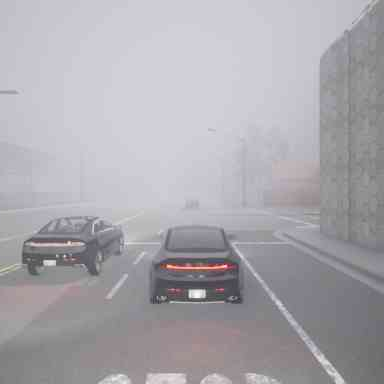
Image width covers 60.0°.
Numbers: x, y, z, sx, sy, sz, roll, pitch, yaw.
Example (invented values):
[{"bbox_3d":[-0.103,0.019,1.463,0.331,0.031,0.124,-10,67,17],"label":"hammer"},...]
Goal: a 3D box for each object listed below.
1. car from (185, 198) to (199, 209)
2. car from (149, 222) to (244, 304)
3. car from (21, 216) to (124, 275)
[{"bbox_3d":[0.009,1.491,44.142,2.128,1.511,4.902,0,0,0],"label":"car"},{"bbox_3d":[0.085,1.505,8.142,1.837,1.490,4.892,0,0,0],"label":"car"},{"bbox_3d":[-3.421,1.492,10.413,2.128,1.511,4.902,0,0,0],"label":"car"}]
